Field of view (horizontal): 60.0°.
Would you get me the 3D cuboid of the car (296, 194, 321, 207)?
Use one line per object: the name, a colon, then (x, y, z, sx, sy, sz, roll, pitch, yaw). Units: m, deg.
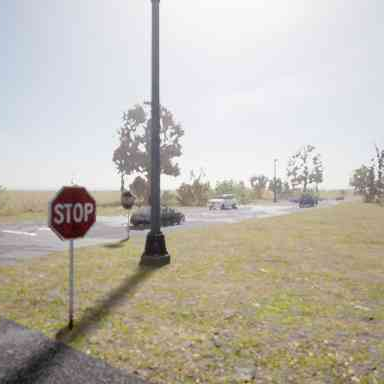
car: (19.863, 1.412, 56.688, 2.150, 2.045, 5.566, 1, 0, 30)

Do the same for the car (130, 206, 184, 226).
car: (-2.338, 1.639, 23.315, 1.994, 1.385, 4.181, 0, 0, 34)

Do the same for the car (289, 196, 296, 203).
car: (22.825, 1.682, 73.277, 1.882, 1.535, 5.008, 0, 0, 34)

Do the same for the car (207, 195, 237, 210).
car: (4.230, 1.387, 45.636, 2.150, 2.045, 5.566, 0, 0, 34)
